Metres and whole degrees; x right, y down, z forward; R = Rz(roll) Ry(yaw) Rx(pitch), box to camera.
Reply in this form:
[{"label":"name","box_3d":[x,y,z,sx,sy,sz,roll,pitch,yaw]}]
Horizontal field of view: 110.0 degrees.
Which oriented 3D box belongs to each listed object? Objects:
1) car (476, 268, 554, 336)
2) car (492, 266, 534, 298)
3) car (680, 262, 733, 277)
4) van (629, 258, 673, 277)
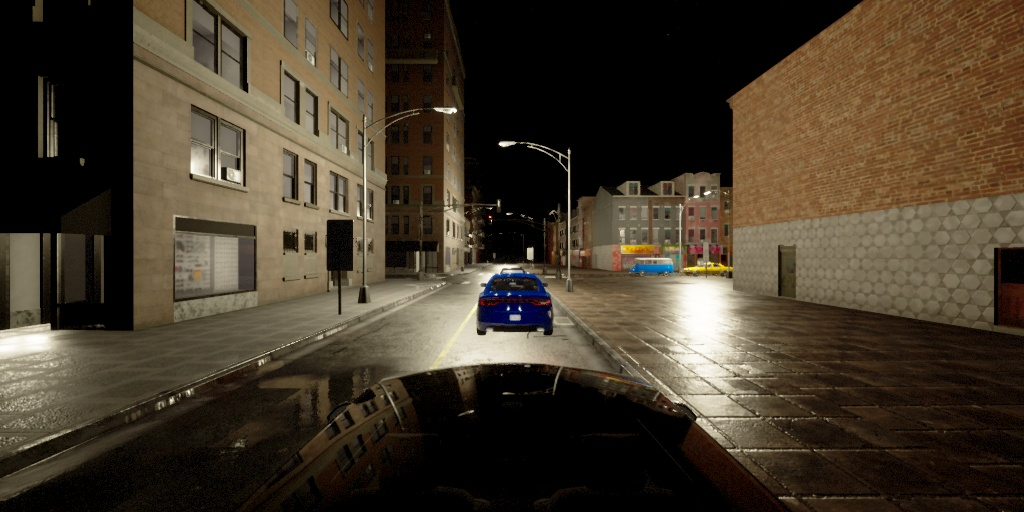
[{"label":"car","box_3d":[0.069,1.227,10.488,1.882,1.535,5.008,0,0,0]},{"label":"car","box_3d":[0.037,1.313,19.257,1.994,1.385,4.181,0,0,0]},{"label":"car","box_3d":[19.060,1.267,35.056,4.829,1.417,1.751,0,0,0]},{"label":"van","box_3d":[13.618,1.087,35.044,3.998,1.789,1.690,0,0,0]}]
